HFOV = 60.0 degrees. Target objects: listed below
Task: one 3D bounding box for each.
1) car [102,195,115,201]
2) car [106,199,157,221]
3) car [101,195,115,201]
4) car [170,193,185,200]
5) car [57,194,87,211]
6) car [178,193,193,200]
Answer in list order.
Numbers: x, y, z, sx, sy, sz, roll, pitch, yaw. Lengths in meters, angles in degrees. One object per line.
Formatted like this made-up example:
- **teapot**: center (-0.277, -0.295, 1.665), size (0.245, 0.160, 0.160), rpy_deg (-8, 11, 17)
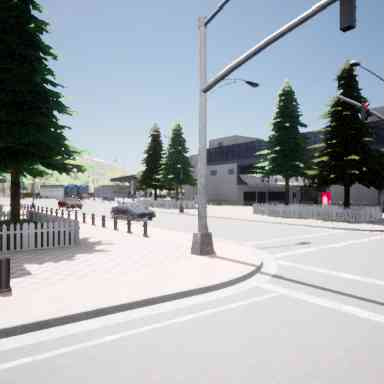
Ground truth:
- **car**: center (-18.887, 1.383, 75.015), size (1.845, 1.501, 3.633), rpy_deg (0, 0, -37)
- **car**: center (-5.003, 1.560, 27.511), size (2.033, 1.411, 5.357), rpy_deg (0, 0, -37)
- **car**: center (-20.905, 1.393, 82.753), size (1.970, 1.475, 3.806), rpy_deg (0, 0, -37)
- **car**: center (-3.866, 1.103, 85.958), size (1.932, 1.855, 4.605), rpy_deg (0, 0, -37)
- **car**: center (-15.084, 1.409, 41.017), size (1.882, 1.535, 5.008), rpy_deg (0, 0, -37)
- **car**: center (-1.776, 1.082, 88.018), size (1.905, 1.878, 3.866), rpy_deg (0, 0, -37)
